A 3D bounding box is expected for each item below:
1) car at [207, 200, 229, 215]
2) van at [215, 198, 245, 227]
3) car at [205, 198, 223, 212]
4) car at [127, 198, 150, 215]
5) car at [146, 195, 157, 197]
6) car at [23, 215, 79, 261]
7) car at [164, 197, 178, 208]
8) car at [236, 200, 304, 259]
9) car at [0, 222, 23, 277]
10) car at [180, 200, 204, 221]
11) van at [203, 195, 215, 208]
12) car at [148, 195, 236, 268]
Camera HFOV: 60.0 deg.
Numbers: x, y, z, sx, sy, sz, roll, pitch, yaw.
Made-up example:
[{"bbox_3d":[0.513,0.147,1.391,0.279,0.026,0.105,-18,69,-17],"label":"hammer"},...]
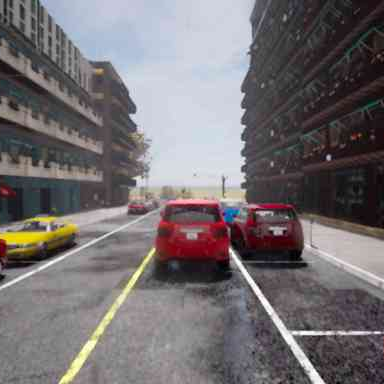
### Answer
[{"bbox_3d":[2.659,1.633,35.345,2.008,1.369,4.403,-1,0,0],"label":"car"},{"bbox_3d":[2.662,1.401,24.014,1.690,1.788,3.998,-1,0,0],"label":"van"},{"bbox_3d":[2.654,1.533,41.011,1.967,1.590,4.097,-1,0,0],"label":"car"},{"bbox_3d":[-5.721,1.627,35.291,1.887,1.381,4.507,-1,0,0],"label":"car"},{"bbox_3d":[-5.731,1.417,46.622,2.192,1.841,5.009,-1,0,0],"label":"car"},{"bbox_3d":[-5.709,1.558,12.459,1.752,1.417,4.829,-1,0,0],"label":"car"},{"bbox_3d":[-3.113,1.584,50.206,1.882,1.535,5.008,0,0,0],"label":"car"},{"bbox_3d":[2.668,1.348,12.685,2.192,1.841,5.009,-1,0,0],"label":"car"},{"bbox_3d":[-5.706,1.563,6.963,1.887,1.381,4.507,-1,0,0],"label":"car"},{"bbox_3d":[0.036,1.547,28.847,1.882,1.535,5.008,0,0,0],"label":"car"},{"bbox_3d":[2.647,1.451,52.339,1.690,1.788,3.998,-1,0,0],"label":"van"},{"bbox_3d":[0.023,1.253,11.480,2.150,2.045,5.566,0,0,0],"label":"car"}]
